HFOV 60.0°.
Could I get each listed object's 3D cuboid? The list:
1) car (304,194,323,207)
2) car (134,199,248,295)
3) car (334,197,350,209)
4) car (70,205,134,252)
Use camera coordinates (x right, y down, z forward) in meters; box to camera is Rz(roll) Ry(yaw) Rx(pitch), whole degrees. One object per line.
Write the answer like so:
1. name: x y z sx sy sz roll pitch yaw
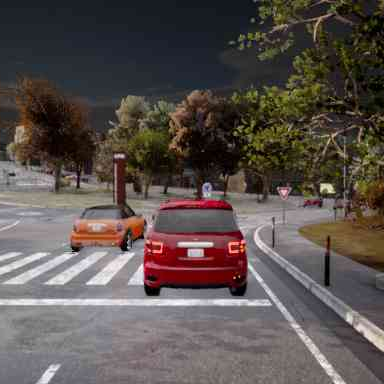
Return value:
1. car: 15.993 0.995 43.730 2.097 1.767 4.553 1 2 23
2. car: 0.067 1.197 8.792 2.150 2.045 5.566 0 0 0
3. car: 17.985 1.317 39.613 2.033 1.411 5.357 1 2 25
4. car: -3.248 1.294 13.821 2.097 1.767 4.553 0 1 3
